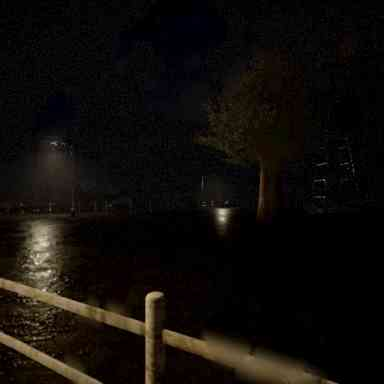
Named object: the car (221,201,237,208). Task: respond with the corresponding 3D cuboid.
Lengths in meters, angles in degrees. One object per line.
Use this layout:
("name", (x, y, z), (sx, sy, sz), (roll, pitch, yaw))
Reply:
("car", (7.718, 2.613, 69.445), (1.994, 1.385, 4.181), (-2, -2, 36))

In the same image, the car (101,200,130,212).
("car", (-11.221, 2.009, 49.385), (2.097, 1.767, 4.553), (-2, -2, 36))

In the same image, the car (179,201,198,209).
("car", (-0.595, 2.485, 64.032), (2.128, 1.511, 4.902), (-2, -2, 36))

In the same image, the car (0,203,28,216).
("car", (-20.472, 1.918, 36.492), (1.812, 1.442, 4.674), (-2, -2, 36))
